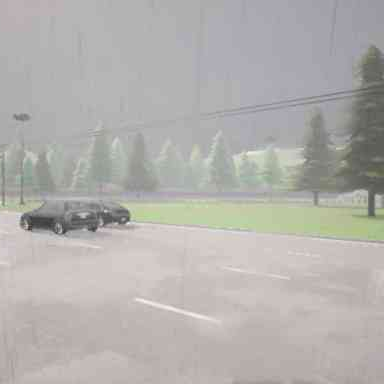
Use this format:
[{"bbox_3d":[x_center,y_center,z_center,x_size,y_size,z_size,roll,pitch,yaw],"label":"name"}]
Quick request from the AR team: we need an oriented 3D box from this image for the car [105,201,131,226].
[{"bbox_3d":[-6.044,1.351,21.199,4.892,1.490,1.837,1,1,35],"label":"car"}]

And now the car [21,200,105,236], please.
[{"bbox_3d":[-7.082,1.207,17.639,4.553,1.767,2.097,1,0,35],"label":"car"}]
